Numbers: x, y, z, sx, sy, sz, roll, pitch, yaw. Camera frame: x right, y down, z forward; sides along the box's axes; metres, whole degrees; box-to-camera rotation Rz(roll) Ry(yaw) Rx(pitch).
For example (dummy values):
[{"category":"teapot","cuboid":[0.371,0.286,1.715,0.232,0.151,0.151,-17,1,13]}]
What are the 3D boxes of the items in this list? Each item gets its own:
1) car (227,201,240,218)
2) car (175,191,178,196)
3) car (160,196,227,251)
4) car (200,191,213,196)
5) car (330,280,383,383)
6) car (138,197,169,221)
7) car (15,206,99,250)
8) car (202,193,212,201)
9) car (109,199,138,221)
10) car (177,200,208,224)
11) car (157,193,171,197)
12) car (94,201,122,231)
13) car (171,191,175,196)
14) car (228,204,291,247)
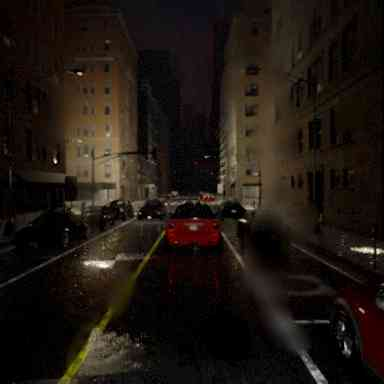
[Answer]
[{"category":"car","cuboid":[2.897,1.334,25.024,1.947,1.339,4.313,-1,0,0]},{"category":"car","cuboid":[-5.428,0.913,89.014,1.752,1.417,4.829,-1,0,0]},{"category":"car","cuboid":[0.071,1.235,13.673,2.097,1.767,4.553,0,0,1]},{"category":"car","cuboid":[2.998,0.931,62.112,1.967,1.590,4.097,-1,0,0]},{"category":"car","cuboid":[2.856,1.394,3.018,1.967,1.590,4.097,-1,0,0]},{"category":"car","cuboid":[-2.957,1.351,25.688,2.033,1.411,5.357,0,0,0]},{"category":"car","cuboid":[-5.648,1.485,14.038,1.947,1.339,4.313,-1,0,0]},{"category":"car","cuboid":[3.019,0.979,67.692,1.752,1.417,4.829,-1,0,0]},{"category":"car","cuboid":[-5.629,1.267,25.040,1.967,1.590,4.097,-1,0,0]},{"category":"car","cuboid":[0.042,1.364,23.545,1.994,1.385,4.181,0,0,0]},{"category":"car","cuboid":[-5.525,1.132,62.142,1.802,1.307,4.206,-1,0,0]},{"category":"car","cuboid":[-5.638,1.455,19.539,1.802,1.307,4.206,-1,0,0]},{"category":"car","cuboid":[-5.486,1.029,72.959,2.008,1.369,4.403,-1,0,0]},{"category":"car","cuboid":[2.877,1.411,14.022,2.008,1.369,4.403,-1,0,0]}]
